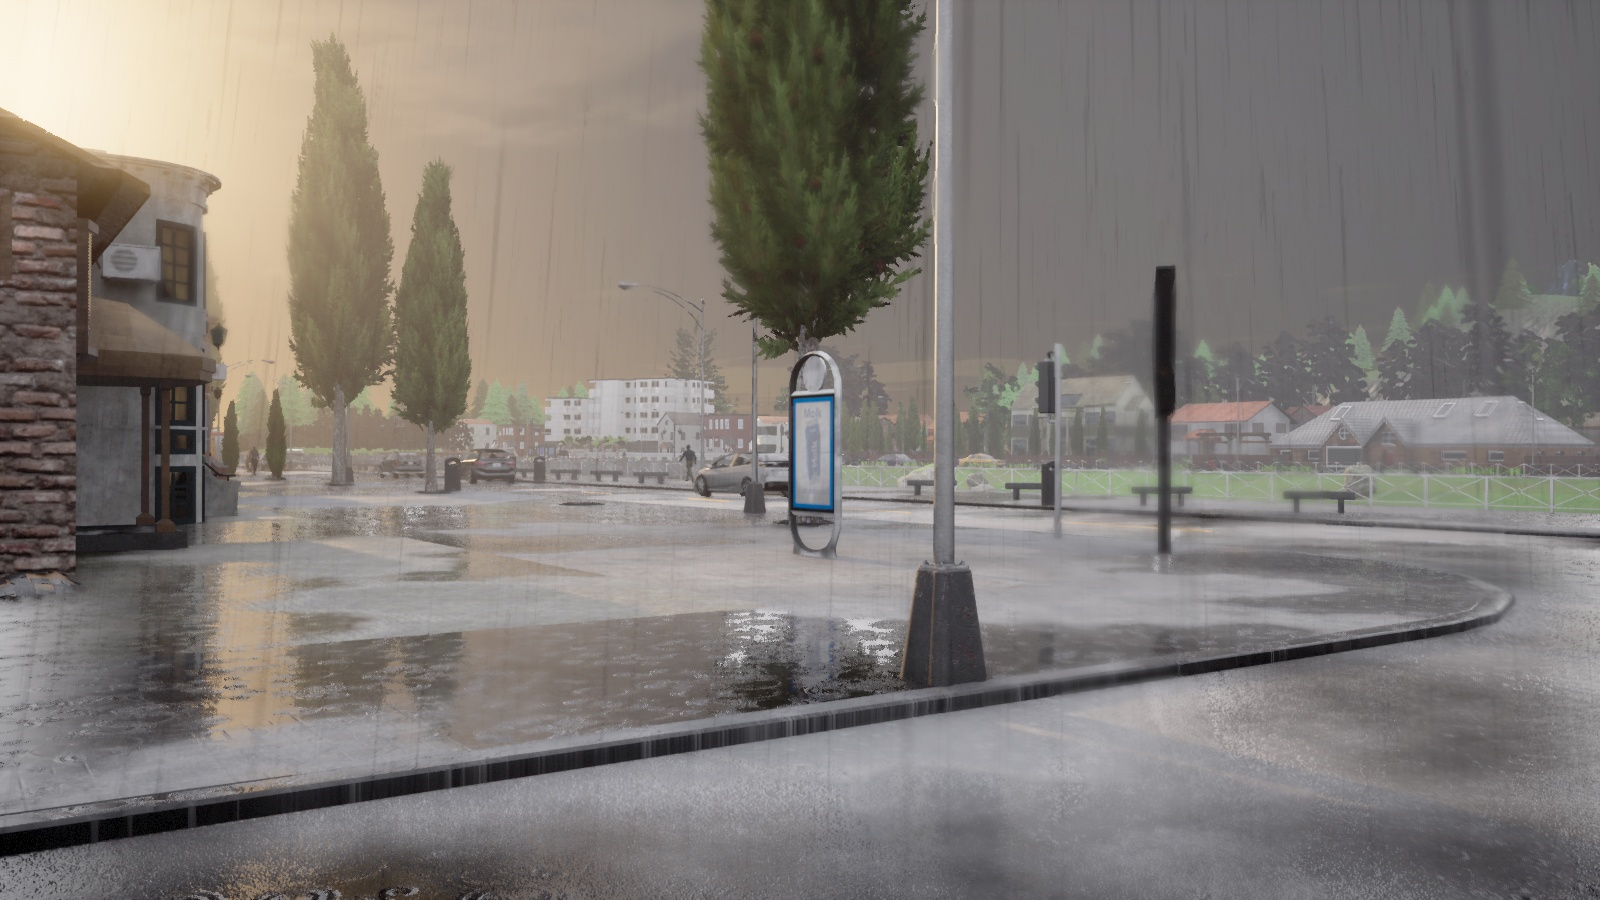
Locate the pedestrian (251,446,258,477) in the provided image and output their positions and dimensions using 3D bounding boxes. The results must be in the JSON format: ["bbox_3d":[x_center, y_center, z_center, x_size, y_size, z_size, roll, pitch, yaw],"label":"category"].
[{"bbox_3d":[-32.591,0.707,75.037,0.331,1.846,0.634,0,0,-32],"label":"pedestrian"}]

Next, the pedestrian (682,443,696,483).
[{"bbox_3d":[-5.135,0.607,57.960,0.370,1.835,0.726,0,0,-31],"label":"pedestrian"}]

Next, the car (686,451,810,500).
[{"bbox_3d":[-1.790,0.797,41.680,2.007,1.525,4.514,0,0,-35],"label":"car"}]

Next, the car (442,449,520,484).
[{"bbox_3d":[-15.817,0.775,62.089,2.242,1.667,4.611,0,0,-35],"label":"car"}]

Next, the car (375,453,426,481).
[{"bbox_3d":[-23.172,0.951,72.787,1.789,1.549,3.705,0,0,-34],"label":"car"}]
